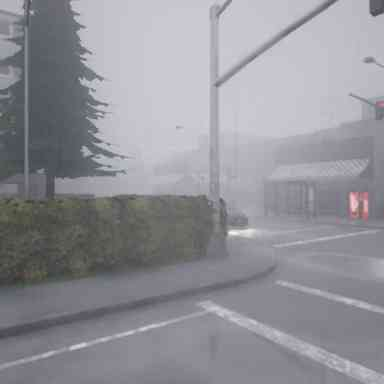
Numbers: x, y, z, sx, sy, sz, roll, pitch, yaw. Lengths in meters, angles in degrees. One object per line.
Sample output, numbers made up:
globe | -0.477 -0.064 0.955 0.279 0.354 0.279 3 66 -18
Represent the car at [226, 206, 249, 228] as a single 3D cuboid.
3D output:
car | 1.429 1.385 19.760 1.994 1.385 4.181 0 0 -35
